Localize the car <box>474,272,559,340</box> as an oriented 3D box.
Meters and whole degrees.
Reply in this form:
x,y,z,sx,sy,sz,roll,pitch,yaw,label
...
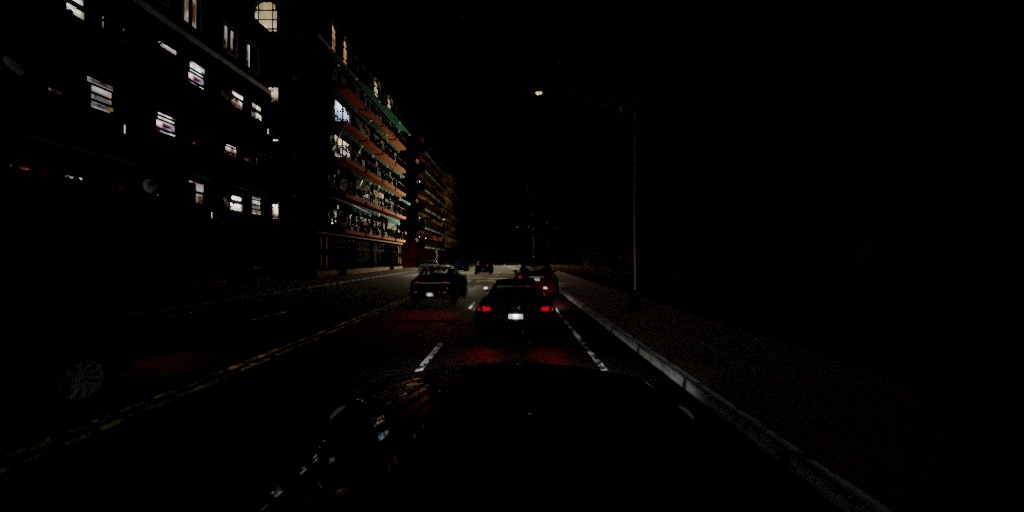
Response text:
x,y,z,sx,sy,sz,roll,pitch,yaw,label
0.097,1.315,9.983,1.994,1.385,4.181,0,0,0,car

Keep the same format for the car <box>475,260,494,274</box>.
x,y,z,sx,sy,sz,roll,pitch,yaw,label
-3.133,1.243,41.023,2.128,1.511,4.902,0,0,0,car

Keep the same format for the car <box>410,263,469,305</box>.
x,y,z,sx,sy,sz,roll,pitch,yaw,label
-3.146,1.244,16.138,2.128,1.511,4.902,0,0,0,car

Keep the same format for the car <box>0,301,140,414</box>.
x,y,z,sx,sy,sz,roll,pitch,yaw,label
-6.601,1.255,3.378,1.837,1.490,4.892,0,0,0,car

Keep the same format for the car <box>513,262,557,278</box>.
x,y,z,sx,sy,sz,roll,pitch,yaw,label
1.144,1.103,18.563,2.097,1.767,4.553,0,0,0,car

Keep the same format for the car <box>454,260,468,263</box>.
x,y,z,sx,sy,sz,roll,pitch,yaw,label
-6.580,1.229,45.678,1.882,1.535,5.008,0,0,0,car

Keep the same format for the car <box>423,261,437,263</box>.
x,y,z,sx,sy,sz,roll,pitch,yaw,label
-9.832,1.277,42.823,1.812,1.442,4.674,0,0,0,car
